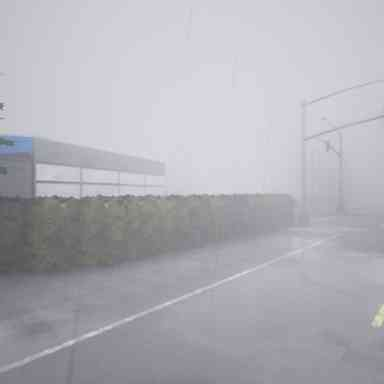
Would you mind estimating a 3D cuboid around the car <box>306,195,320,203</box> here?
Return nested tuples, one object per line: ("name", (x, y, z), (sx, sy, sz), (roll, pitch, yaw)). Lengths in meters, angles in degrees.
("car", (22.009, 1.323, 61.231), (1.970, 1.475, 3.806), (0, 0, 38))

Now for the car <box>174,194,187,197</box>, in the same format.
("car", (-2.061, 1.246, 66.120), (2.007, 1.523, 4.514), (0, 0, 38))

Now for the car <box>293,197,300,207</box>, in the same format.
("car", (12.917, 1.297, 44.716), (2.007, 1.523, 4.514), (0, 0, 38))

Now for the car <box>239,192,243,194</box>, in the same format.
("car", (11.810, 1.007, 78.249), (1.905, 1.878, 3.866), (0, 0, 38))

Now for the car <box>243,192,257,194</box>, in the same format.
("car", (14.354, 1.028, 76.787), (1.932, 1.855, 4.605), (0, 0, 38))

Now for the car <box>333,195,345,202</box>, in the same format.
("car", (28.923, 1.306, 65.249), (1.845, 1.501, 3.633), (0, 0, 38))

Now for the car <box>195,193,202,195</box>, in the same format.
("car", (1.722, 1.083, 86.119), (2.152, 1.636, 5.027), (0, 0, 38))

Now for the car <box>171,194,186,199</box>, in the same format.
("car", (-3.537, 1.161, 89.811), (1.970, 1.475, 3.806), (0, 0, 38))
